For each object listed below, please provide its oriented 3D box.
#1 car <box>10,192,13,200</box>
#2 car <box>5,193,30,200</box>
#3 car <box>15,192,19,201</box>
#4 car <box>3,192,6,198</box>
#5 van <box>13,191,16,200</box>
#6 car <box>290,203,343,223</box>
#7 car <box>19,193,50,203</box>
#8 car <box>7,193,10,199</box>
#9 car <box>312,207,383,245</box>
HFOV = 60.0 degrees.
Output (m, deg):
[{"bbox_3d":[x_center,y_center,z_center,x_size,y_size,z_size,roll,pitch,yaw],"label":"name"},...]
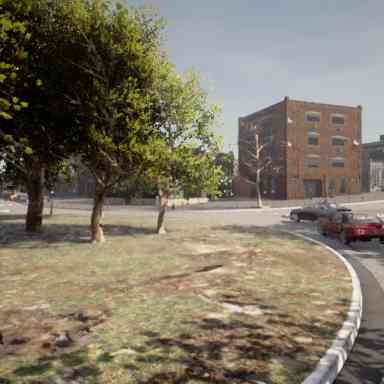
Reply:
[{"bbox_3d":[-37.163,1.062,73.810,4.553,1.767,2.185,0,1,-35],"label":"car"},{"bbox_3d":[-43.456,1.036,82.976,5.366,1.575,1.946,0,1,-35],"label":"car"},{"bbox_3d":[-32.345,1.157,66.998,4.553,1.767,2.185,0,1,-35],"label":"car"},{"bbox_3d":[-41.977,0.825,80.613,5.566,2.045,2.435,0,1,-35],"label":"car"},{"bbox_3d":[-34.144,1.030,69.286,4.442,1.987,1.878,0,1,-35],"label":"van"},{"bbox_3d":[8.906,1.490,23.280,2.128,1.511,4.902,0,0,-23],"label":"car"},{"bbox_3d":[-29.257,1.354,62.526,4.792,1.488,2.163,0,0,-35],"label":"car"},{"bbox_3d":[-38.870,1.149,76.161,5.008,1.535,2.097,0,1,-35],"label":"car"},{"bbox_3d":[7.355,1.599,15.314,1.895,1.301,4.718,0,0,3],"label":"car"}]
